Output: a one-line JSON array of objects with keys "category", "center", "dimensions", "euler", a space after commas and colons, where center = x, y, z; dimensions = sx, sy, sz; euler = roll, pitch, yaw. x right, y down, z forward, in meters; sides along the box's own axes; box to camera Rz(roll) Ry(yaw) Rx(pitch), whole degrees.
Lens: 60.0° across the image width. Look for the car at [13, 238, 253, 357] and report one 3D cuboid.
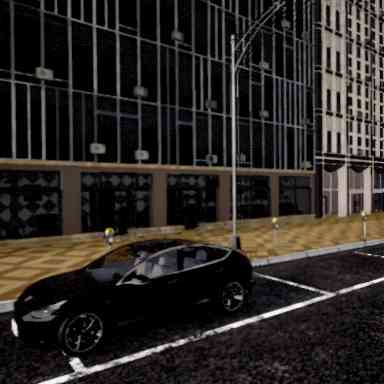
[{"category": "car", "center": [-0.766, 1.573, 6.036], "dimensions": [4.313, 1.339, 1.947], "euler": [0, -1, -36]}]
